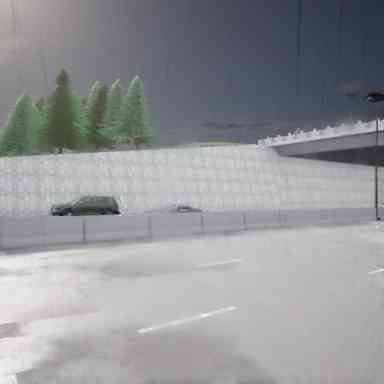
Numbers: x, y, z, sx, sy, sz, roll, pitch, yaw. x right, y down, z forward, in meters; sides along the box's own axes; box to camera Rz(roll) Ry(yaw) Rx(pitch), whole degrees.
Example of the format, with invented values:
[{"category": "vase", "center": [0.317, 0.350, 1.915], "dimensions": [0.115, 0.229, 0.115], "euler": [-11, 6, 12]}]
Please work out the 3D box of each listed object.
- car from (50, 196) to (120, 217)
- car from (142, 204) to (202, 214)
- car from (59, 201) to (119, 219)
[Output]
[{"category": "car", "center": [-8.819, 1.328, 27.775], "dimensions": [5.566, 2.045, 2.150], "euler": [1, -1, -35]}, {"category": "car", "center": [-1.427, 1.649, 24.438], "dimensions": [4.902, 1.511, 2.128], "euler": [1, -1, -35]}, {"category": "car", "center": [-9.696, 1.600, 31.443], "dimensions": [5.008, 1.535, 1.882], "euler": [1, -1, -35]}]
